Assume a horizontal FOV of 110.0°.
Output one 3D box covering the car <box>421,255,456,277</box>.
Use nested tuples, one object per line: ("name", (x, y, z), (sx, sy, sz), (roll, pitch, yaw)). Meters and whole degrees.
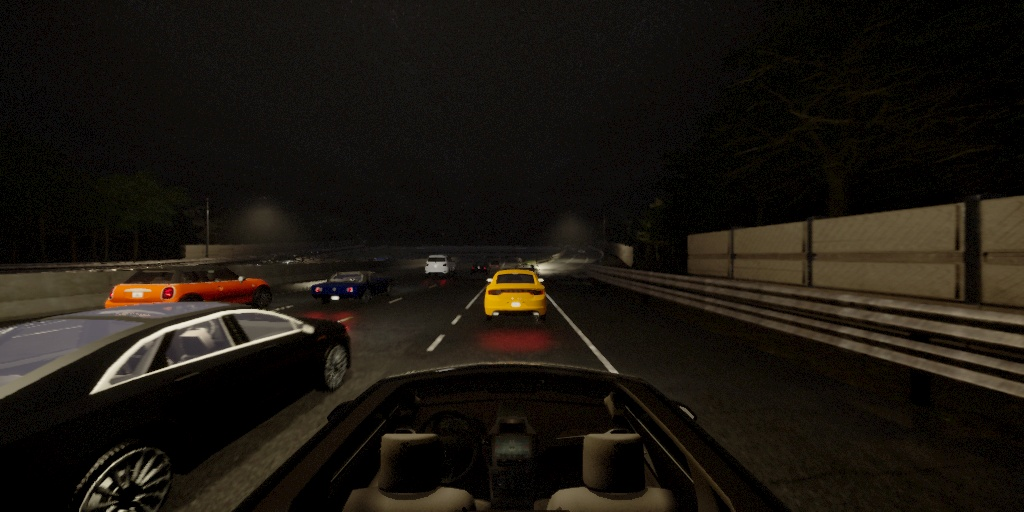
("car", (-6.831, 0.961, 34.760), (2.150, 2.045, 5.566), (0, 0, 0))

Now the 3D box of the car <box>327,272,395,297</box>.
("car", (-6.875, 1.346, 16.177), (1.895, 1.301, 4.718), (0, 0, 0))

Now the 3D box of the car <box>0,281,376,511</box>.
("car", (-3.499, 1.241, 3.829), (2.128, 1.511, 4.902), (0, 0, 0))

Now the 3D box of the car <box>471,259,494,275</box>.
("car", (-3.425, 1.287, 39.555), (2.033, 1.411, 5.357), (0, 0, 0))

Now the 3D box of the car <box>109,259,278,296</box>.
("car", (-10.384, 1.098, 12.074), (2.097, 1.767, 4.553), (0, 0, 0))

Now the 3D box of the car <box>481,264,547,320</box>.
("car", (0.117, 1.224, 12.670), (1.882, 1.535, 5.008), (0, 0, 0))
